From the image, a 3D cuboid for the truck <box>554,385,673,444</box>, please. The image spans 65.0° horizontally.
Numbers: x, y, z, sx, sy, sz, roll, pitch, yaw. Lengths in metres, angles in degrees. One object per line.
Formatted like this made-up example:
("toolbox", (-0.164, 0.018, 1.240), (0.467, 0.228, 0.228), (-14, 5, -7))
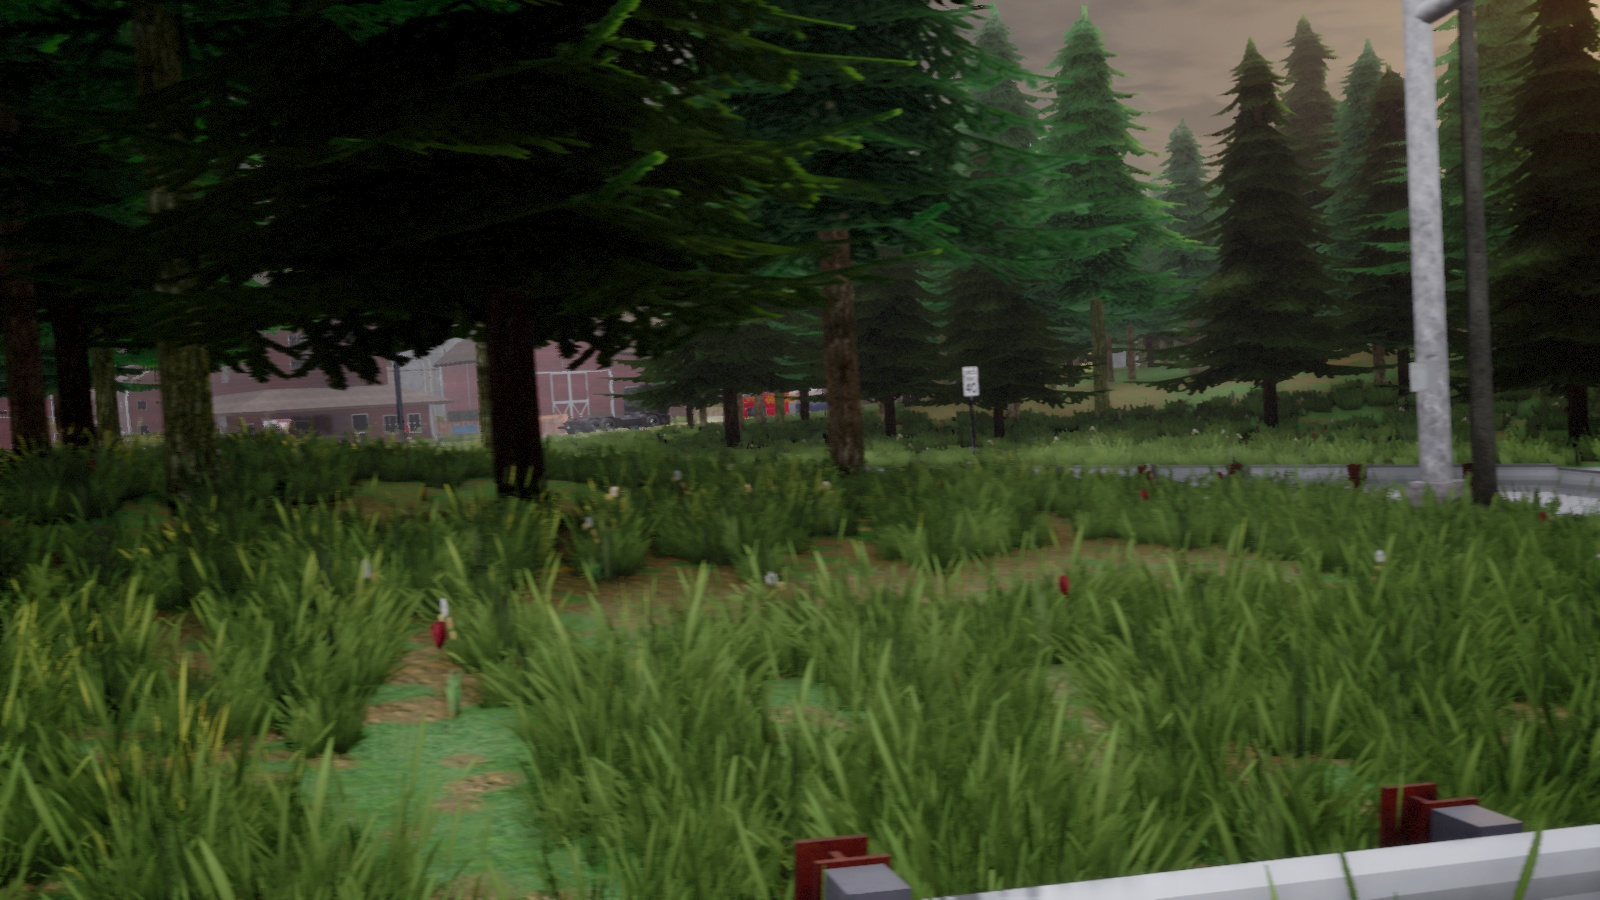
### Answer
("truck", (-13.176, -2.582, 89.291), (7.936, 3.462, 2.891), (-7, 3, -43))
